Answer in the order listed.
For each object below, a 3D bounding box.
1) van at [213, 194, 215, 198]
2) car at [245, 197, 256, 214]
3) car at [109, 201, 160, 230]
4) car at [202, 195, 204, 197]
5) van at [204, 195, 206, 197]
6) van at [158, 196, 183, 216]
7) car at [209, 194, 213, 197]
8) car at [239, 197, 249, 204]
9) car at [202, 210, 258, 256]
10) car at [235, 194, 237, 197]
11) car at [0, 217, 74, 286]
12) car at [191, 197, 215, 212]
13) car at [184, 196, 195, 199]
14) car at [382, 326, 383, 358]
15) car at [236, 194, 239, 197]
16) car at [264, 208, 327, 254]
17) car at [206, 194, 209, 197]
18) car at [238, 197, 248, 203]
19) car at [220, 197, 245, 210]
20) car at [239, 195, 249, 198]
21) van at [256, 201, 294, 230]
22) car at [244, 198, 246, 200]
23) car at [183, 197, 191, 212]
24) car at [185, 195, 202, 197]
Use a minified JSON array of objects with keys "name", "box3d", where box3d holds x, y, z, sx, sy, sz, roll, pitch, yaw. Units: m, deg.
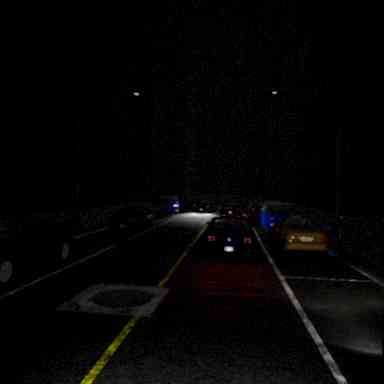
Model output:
[{"name":"van","box3d":[4.354,1.434,87.477,1.690,1.788,3.998,1,0,7]},{"name":"car","box3d":[6.221,1.586,30.511,1.967,1.590,4.097,1,0,7]},{"name":"car","box3d":[-3.567,1.470,20.302,1.947,1.339,4.313,1,0,7]},{"name":"car","box3d":[0.392,1.542,53.890,1.887,1.381,4.507,1,0,7]},{"name":"van","box3d":[1.056,1.354,59.488,1.690,1.788,3.998,1,0,7]},{"name":"van","box3d":[-2.242,1.276,31.498,1.690,1.788,3.998,1,0,7]},{"name":"car","box3d":[3.033,1.501,76.282,1.967,1.590,4.097,1,0,7]},{"name":"car","box3d":[10.836,1.801,69.694,1.887,1.381,4.507,1,0,7]},{"name":"car","box3d":[1.524,1.633,13.413,1.895,1.301,4.718,1,0,7]},{"name":"car","box3d":[12.817,1.744,86.486,1.967,1.590,4.097,1,0,7]},{"name":"car","box3d":[-4.885,1.419,9.106,1.887,1.381,4.507,1,0,7]},{"name":"car","box3d":[1.291,1.623,38.241,1.895,1.301,4.718,1,0,7]},{"name":"car","box3d":[-0.928,1.532,42.694,1.947,1.339,4.313,1,0,7]},{"name":"car","box3d":[3.251,1.432,2.277,2.097,1.767,4.553,1,0,7]},{"name":"car","box3d":[10.181,1.555,64.097,2.192,1.841,5.009,1,0,7]},{"name":"car","box3d":[4.260,1.626,13.888,1.752,1.417,4.829,1,0,7]},{"name":"car","box3d":[1.714,1.469,65.086,1.967,1.590,4.097,1,0,7]},{"name":"car","box3d":[11.495,1.838,75.292,1.947,1.339,4.313,1,0,7]},{"name":"car","box3d":[3.506,1.556,30.199,1.882,1.535,5.008,1,0,7]},{"name":"car","box3d":[8.859,1.649,52.901,1.967,1.590,4.097,1,0,7]},{"name":"van","box3d":[4.903,1.457,19.316,1.690,1.788,3.998,1,0,7]},{"name":"car","box3d":[6.898,1.688,36.278,1.752,1.417,4.829,1,0,7]},{"name":"car","box3d":[-1.588,1.517,37.096,1.947,1.339,4.313,1,0,7]},{"name":"car","box3d":[-0.263,1.297,48.291,2.192,1.841,5.009,1,0,7]}]
